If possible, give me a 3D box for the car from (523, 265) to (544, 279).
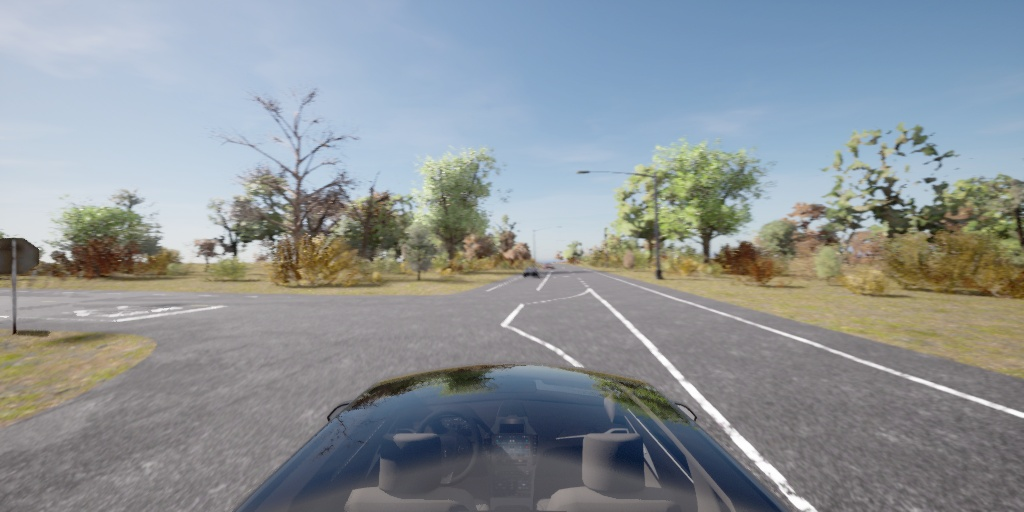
[{"bbox_3d":[2.352,1.952,42.232,1.895,1.301,4.718,-2,-1,7],"label":"car"}]
